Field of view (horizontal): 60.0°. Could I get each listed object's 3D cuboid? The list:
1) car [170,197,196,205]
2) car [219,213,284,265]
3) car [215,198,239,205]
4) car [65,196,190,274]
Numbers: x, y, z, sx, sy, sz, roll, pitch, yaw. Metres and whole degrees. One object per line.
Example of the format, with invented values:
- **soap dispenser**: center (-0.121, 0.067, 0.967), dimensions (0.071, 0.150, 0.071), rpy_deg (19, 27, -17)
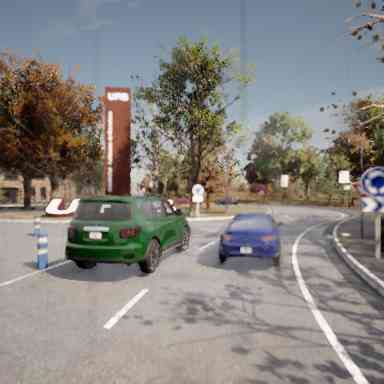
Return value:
- **car**: center (-1.607, 1.592, 58.899), dimensions (4.181, 1.385, 1.994), rpy_deg (0, 0, 17)
- **car**: center (2.095, 1.434, 11.342), dimensions (1.812, 1.442, 4.674), rpy_deg (0, 0, 15)
- **car**: center (6.081, 1.594, 58.321), dimensions (4.181, 1.385, 1.994), rpy_deg (0, 0, 38)
- **car**: center (-1.674, 1.131, 10.549), dimensions (2.150, 2.045, 5.566), rpy_deg (0, 0, 14)
